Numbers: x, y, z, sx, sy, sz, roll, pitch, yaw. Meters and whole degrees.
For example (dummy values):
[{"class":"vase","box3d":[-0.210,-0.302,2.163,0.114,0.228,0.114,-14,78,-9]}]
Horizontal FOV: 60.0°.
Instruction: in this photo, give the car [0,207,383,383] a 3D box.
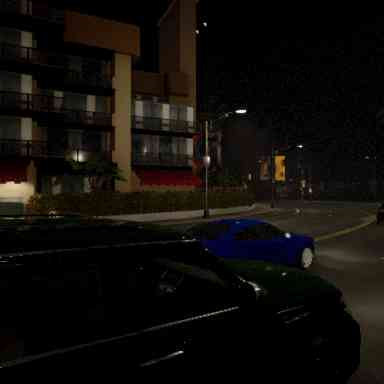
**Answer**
[{"class":"car","box3d":[-0.873,1.221,2.812,5.566,2.045,2.150,0,0,-36]}]

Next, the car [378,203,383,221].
[{"class":"car","box3d":[14.603,1.482,24.124,2.128,1.511,4.902,0,0,34]}]

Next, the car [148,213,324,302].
[{"class":"car","box3d":[1.434,1.472,9.104,5.008,1.535,1.882,0,0,-40]}]
